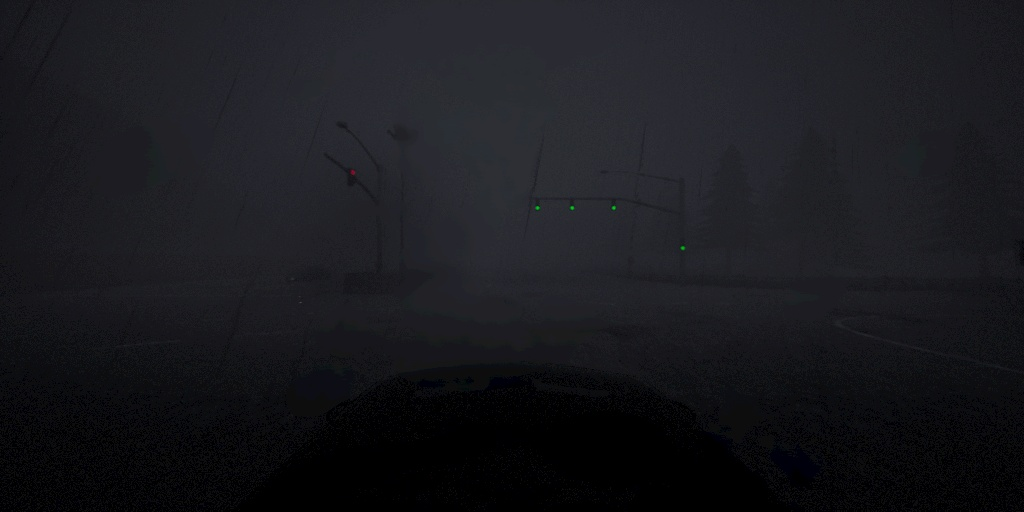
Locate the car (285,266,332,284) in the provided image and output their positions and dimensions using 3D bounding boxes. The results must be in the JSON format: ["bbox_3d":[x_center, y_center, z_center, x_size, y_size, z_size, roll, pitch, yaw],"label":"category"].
[{"bbox_3d":[-17.496,1.587,31.038,2.128,1.511,4.902,0,-1,0],"label":"car"}]
